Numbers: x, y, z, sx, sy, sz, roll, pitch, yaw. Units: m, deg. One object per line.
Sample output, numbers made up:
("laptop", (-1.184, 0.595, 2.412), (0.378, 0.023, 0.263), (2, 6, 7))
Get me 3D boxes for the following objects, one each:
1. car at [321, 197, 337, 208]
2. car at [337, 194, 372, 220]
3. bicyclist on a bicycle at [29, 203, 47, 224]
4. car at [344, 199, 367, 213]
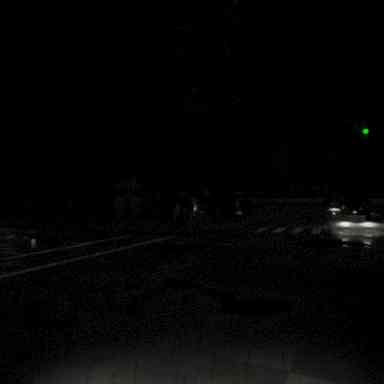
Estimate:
("car", (20.311, 1.509, 48.144), (1.882, 1.535, 5.008), (-1, -1, 2))
("car", (13.917, 1.207, 28.286), (2.150, 2.045, 5.566), (-1, 0, 28))
("bicyclist on a bicycle", (-12.163, 1.675, 26.253), (0.582, 1.620, 1.656), (-1, 0, 27))
("car", (18.568, 1.534, 37.880), (2.033, 1.411, 5.357), (-1, 0, 23))
